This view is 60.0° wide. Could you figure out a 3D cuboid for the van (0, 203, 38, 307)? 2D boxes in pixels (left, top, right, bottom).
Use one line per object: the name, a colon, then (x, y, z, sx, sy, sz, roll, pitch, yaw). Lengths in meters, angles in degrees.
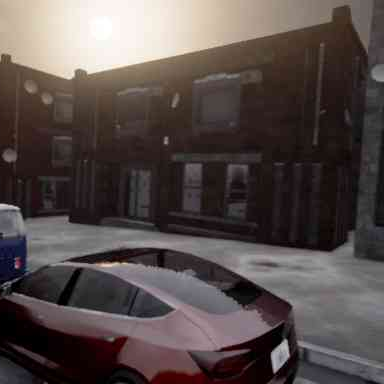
van: (-5.681, 1.181, 7.590, 4.442, 1.987, 1.878, 1, 0, 36)
